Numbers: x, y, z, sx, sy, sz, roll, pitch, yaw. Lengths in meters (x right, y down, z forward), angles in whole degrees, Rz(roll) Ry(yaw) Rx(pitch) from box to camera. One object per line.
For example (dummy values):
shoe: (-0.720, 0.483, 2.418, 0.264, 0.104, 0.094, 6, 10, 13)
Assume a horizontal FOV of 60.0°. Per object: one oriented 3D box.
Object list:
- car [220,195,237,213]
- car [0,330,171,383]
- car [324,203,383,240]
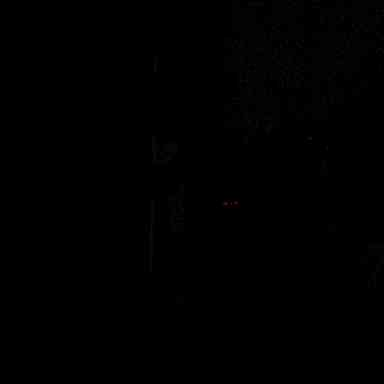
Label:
car: (2.838, 1.370, 39.230, 2.150, 2.045, 5.566, 2, 0, -36)
car: (-2.458, 1.545, 1.177, 5.357, 1.411, 2.033, 0, 0, -34)
car: (8.340, 1.293, 14.743, 2.097, 1.767, 4.553, 2, -1, -36)
